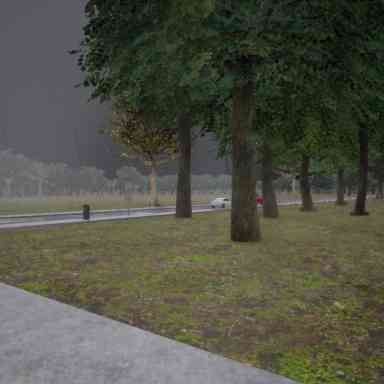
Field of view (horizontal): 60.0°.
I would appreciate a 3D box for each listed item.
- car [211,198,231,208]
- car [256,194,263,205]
[{"bbox_3d":[4.455,1.575,47.789,1.812,1.442,4.674,0,0,36],"label":"car"},{"bbox_3d":[10.227,1.273,55.829,2.150,2.045,5.566,0,0,36],"label":"car"}]
